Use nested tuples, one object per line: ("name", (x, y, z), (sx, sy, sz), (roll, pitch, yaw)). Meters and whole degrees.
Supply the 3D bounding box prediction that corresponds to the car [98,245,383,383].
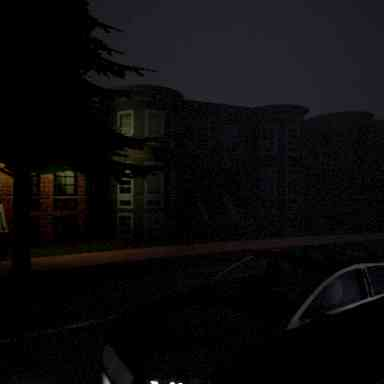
("car", (1.368, 1.510, 4.215), (4.902, 1.511, 2.128), (0, 0, -31))
